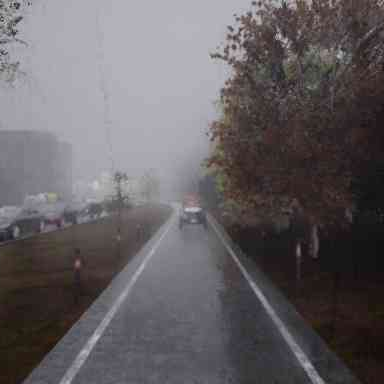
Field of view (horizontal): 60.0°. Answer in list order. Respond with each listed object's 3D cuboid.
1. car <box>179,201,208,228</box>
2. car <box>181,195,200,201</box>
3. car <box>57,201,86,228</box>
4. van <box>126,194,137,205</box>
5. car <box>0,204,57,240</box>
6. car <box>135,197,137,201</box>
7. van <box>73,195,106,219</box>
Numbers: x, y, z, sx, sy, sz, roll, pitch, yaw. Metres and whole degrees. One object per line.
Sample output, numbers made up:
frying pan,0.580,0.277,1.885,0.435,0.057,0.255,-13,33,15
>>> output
car,0.078,1.601,22.644,1.812,1.442,4.674,0,0,0
car,-0.157,1.356,40.889,2.150,2.045,5.566,0,0,-2
car,-9.099,1.528,22.420,2.163,1.488,4.792,0,-1,-2
van,-11.161,1.403,61.113,1.878,1.987,4.442,1,-1,-10
car,-9.088,1.476,16.910,2.231,1.521,4.892,0,-1,-2
car,-10.444,1.364,55.658,2.435,2.045,5.566,1,-1,-9
van,-9.116,1.298,28.934,1.878,1.987,4.442,0,-1,-3
